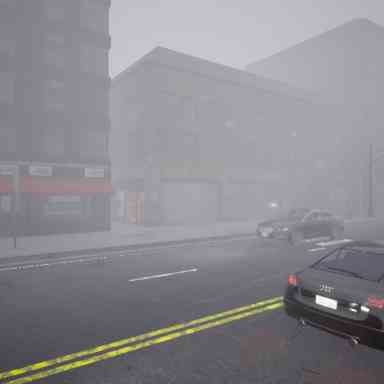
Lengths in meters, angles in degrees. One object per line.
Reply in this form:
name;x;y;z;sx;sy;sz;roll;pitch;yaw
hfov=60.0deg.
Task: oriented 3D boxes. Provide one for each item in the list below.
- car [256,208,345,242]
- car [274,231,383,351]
car;5.018;1.491;15.205;4.902;1.511;2.128;0;0;-35
car;3.585;1.564;5.976;4.181;1.385;1.994;0;0;-35
